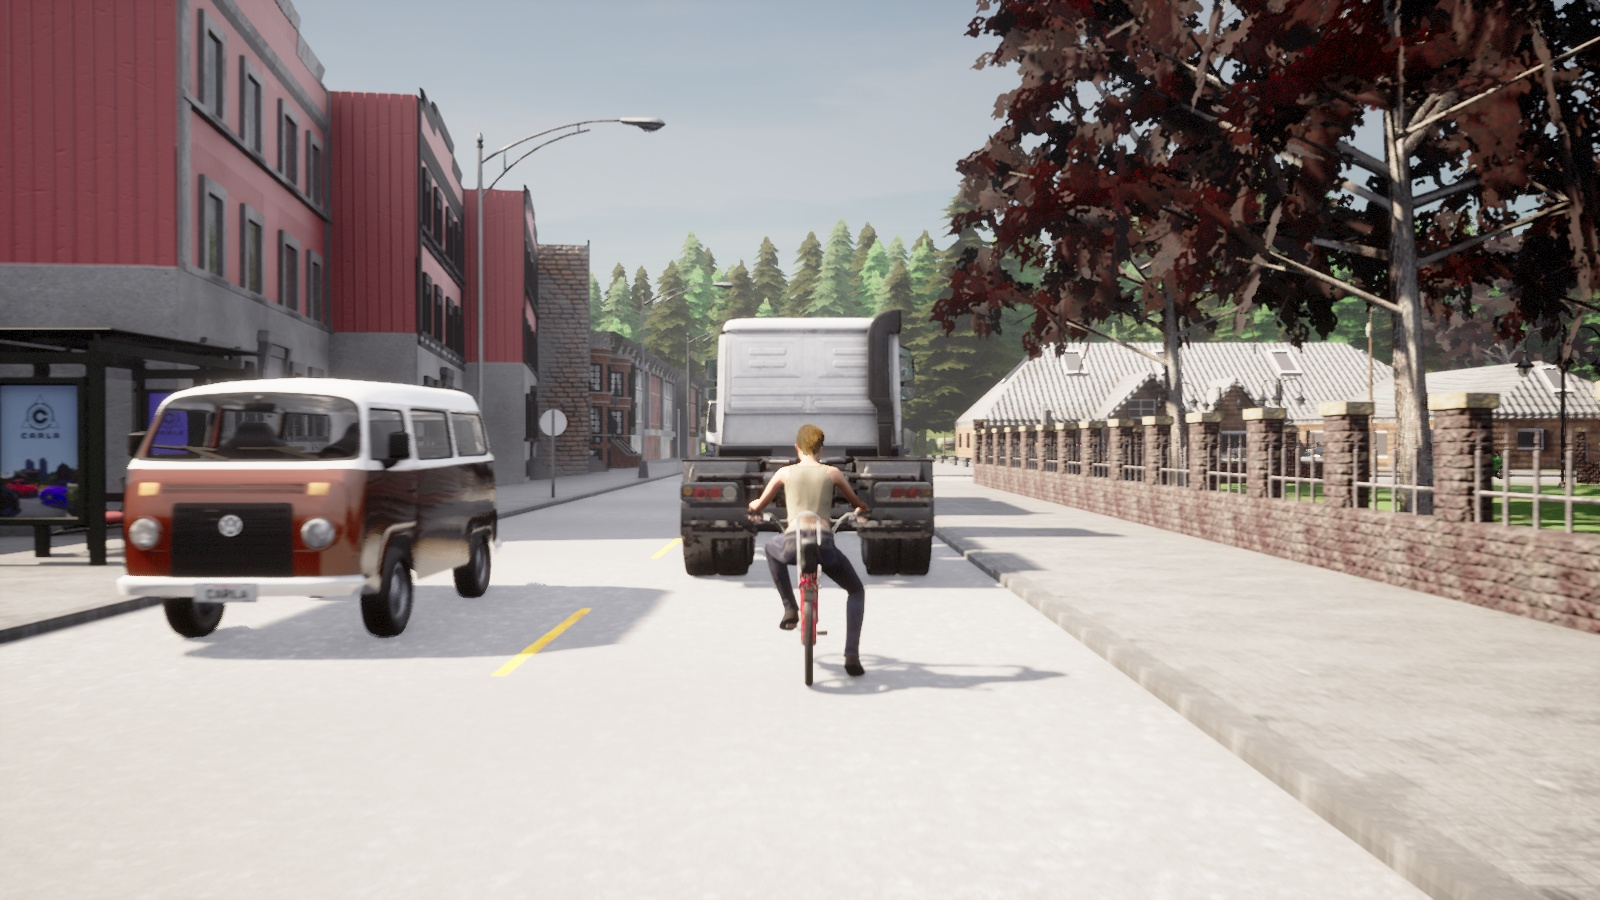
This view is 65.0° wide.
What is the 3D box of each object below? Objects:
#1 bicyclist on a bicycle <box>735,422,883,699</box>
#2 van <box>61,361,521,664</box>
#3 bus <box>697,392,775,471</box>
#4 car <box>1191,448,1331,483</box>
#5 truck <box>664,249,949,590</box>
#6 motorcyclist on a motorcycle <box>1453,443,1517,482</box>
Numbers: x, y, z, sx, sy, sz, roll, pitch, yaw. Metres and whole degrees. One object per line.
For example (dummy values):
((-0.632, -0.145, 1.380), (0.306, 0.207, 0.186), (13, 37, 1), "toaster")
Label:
((0.058, 0.637, 8.076), (0.866, 1.612, 1.509), (0, 0, 0), "bicyclist on a bicycle")
((-3.924, 0.406, 10.691), (2.069, 2.038, 4.480), (0, 0, 0), "van")
((-3.573, -1.046, 73.158), (3.944, 4.253, 10.273), (0, 0, 0), "bus")
((17.792, 0.587, 48.640), (4.718, 1.301, 1.895), (0, 0, -1), "car")
((0.111, -0.330, 16.738), (2.891, 3.462, 7.936), (0, 0, 1), "truck")
((26.511, 0.476, 48.588), (2.044, 1.523, 0.797), (0, 0, -1), "motorcyclist on a motorcycle")
